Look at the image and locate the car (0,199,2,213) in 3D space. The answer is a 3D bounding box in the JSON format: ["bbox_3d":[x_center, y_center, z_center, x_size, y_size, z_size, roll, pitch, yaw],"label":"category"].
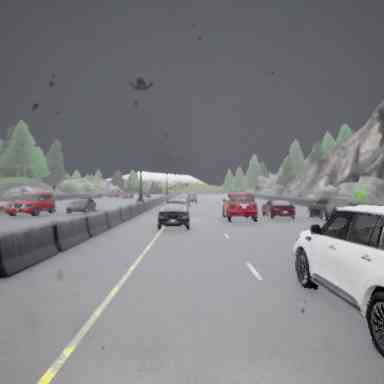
[{"bbox_3d":[-17.589,1.176,32.418,2.097,1.767,4.553,0,1,0],"label":"car"}]

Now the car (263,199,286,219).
[{"bbox_3d":[7.104,1.351,27.761,1.882,1.535,5.008,0,1,0],"label":"car"}]

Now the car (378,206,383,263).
[{"bbox_3d":[7.102,1.343,8.523,2.097,1.767,4.553,0,0,0],"label":"car"}]

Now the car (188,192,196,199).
[{"bbox_3d":[0.011,0.771,72.875,1.882,1.535,5.008,0,1,0],"label":"car"}]

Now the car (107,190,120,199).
[{"bbox_3d":[-17.489,0.474,74.733,2.150,2.045,5.566,0,1,0],"label":"car"}]

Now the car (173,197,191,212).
[{"bbox_3d":[-1.044,1.303,36.759,1.812,1.442,4.674,0,1,0],"label":"car"}]

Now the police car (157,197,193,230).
[{"bbox_3d":[-1.047,1.356,20.852,1.930,1.638,5.238,0,0,0],"label":"police car"}]

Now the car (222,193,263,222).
[{"bbox_3d":[3.604,1.115,25.617,2.150,2.045,5.566,0,1,0],"label":"car"}]

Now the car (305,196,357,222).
[{"bbox_3d":[10.603,1.244,25.760,2.097,1.767,4.553,0,1,0],"label":"car"}]

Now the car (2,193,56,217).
[{"bbox_3d":[-14.093,1.078,29.626,2.150,2.045,5.566,0,0,0],"label":"car"}]

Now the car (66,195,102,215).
[{"bbox_3d":[-10.590,1.335,32.184,1.837,1.490,4.892,0,0,0],"label":"car"}]

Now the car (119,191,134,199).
[{"bbox_3d":[-13.990,0.888,72.560,1.994,1.385,4.181,0,1,0],"label":"car"}]

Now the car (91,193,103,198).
[{"bbox_3d":[-20.990,0.875,72.561,2.033,1.411,5.357,0,1,0],"label":"car"}]

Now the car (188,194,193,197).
[{"bbox_3d":[-1.045,1.296,30.942,1.801,1.575,5.366,0,1,0],"label":"car"}]

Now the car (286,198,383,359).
[{"bbox_3d":[3.601,1.217,5.942,2.150,2.045,5.566,0,0,0],"label":"car"}]

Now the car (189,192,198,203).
[{"bbox_3d":[0.010,1.098,56.328,2.033,1.411,5.357,0,1,0],"label":"car"}]

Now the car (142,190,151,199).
[{"bbox_3d":[-10.489,0.474,74.732,2.150,2.045,5.566,0,1,0],"label":"car"}]
